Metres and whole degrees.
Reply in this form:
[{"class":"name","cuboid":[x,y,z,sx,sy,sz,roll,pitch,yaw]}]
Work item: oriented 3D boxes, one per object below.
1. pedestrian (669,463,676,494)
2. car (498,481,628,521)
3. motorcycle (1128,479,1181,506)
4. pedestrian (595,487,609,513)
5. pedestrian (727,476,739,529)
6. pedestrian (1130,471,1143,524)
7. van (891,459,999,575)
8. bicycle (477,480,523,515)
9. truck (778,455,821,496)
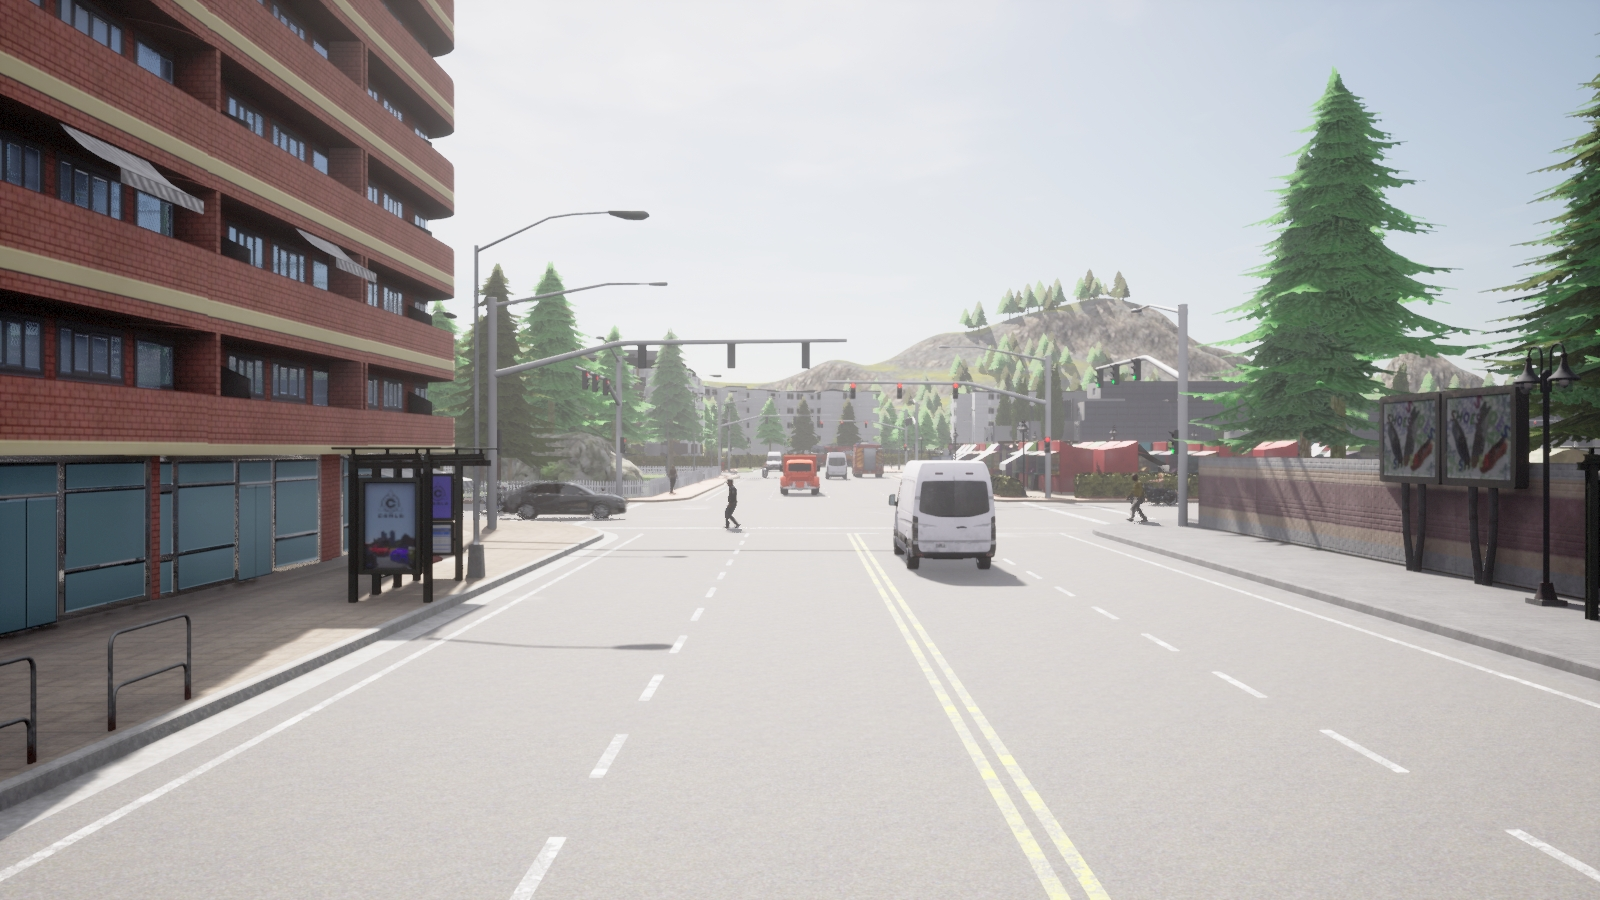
[{"class":"pedestrian","cuboid":[-7.728,1.701,69.251,0.375,1.860,0.375,0,0,0]},{"class":"car","cuboid":[-9.370,2.013,45.566,4.892,1.480,2.231,0,0,-6]},{"class":"motorcycle","cuboid":[17.582,2.102,56.689,2.356,1.307,0.764,0,0,0]},{"class":"pedestrian","cuboid":[-8.636,2.181,49.804,0.500,1.100,0.500,0,0,0]},{"class":"pedestrian","cuboid":[-2.355,1.844,40.163,0.375,1.860,0.375,0,0,-17]},{"class":"pedestrian","cuboid":[12.062,1.698,40.951,0.375,1.860,0.375,0,0,-2]},{"class":"van","cuboid":[3.505,1.536,28.720,1.988,2.561,5.915,0,0,0]},{"class":"bicycle","cuboid":[-12.804,2.007,48.767,1.835,1.471,0.329,0,0,-8]},{"class":"truck","cuboid":[-0.006,1.572,72.542,2.627,2.467,5.204,0,0,0]}]
